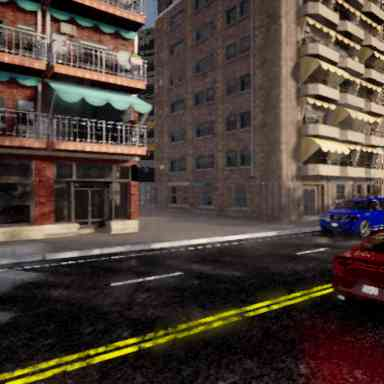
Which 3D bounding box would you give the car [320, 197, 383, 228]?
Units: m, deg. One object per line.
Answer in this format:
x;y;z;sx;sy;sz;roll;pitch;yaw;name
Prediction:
9.558;1.328;18.797;5.566;2.045;2.150;0;0;-37;car

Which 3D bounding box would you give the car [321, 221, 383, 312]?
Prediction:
5.022;1.523;7.104;5.008;1.535;1.882;0;0;-36;car
